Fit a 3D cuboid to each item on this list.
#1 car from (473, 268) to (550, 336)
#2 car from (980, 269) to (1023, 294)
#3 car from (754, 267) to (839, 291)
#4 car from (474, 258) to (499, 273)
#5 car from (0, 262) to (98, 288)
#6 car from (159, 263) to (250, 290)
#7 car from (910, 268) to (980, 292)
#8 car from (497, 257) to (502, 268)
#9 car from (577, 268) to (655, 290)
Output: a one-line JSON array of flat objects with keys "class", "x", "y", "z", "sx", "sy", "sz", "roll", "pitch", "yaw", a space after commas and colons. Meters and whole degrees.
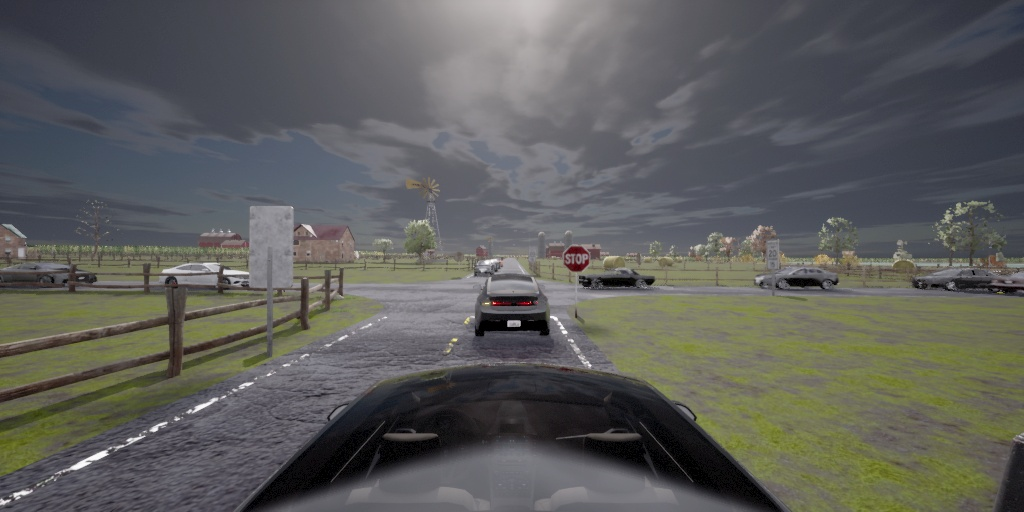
[{"class": "car", "x": -0.061, "y": 1.256, "z": 10.378, "sx": 1.837, "sy": 1.490, "sz": 4.892, "roll": 0, "pitch": 0, "yaw": -3}, {"class": "car", "x": 31.465, "y": 1.596, "z": 20.958, "sx": 5.357, "sy": 1.411, "sz": 2.033, "roll": 1, "pitch": -1, "yaw": -1}, {"class": "car", "x": 18.738, "y": 1.453, "z": 23.751, "sx": 4.902, "sy": 1.511, "sz": 2.128, "roll": 0, "pitch": -1, "yaw": -1}, {"class": "car", "x": -2.809, "y": 1.243, "z": 37.069, "sx": 2.128, "sy": 1.511, "sz": 4.902, "roll": 0, "pitch": 0, "yaw": 0}, {"class": "car", "x": -26.338, "y": 1.048, "z": 20.250, "sx": 4.181, "sy": 1.385, "sz": 1.994, "roll": 1, "pitch": -1, "yaw": -1}, {"class": "car", "x": -17.217, "y": 1.103, "z": 20.359, "sx": 4.674, "sy": 1.442, "sz": 1.812, "roll": 1, "pitch": -1, "yaw": -1}, {"class": "car", "x": 29.596, "y": 1.567, "z": 23.879, "sx": 4.892, "sy": 1.490, "sz": 1.837, "roll": 0, "pitch": -1, "yaw": -1}, {"class": "car", "x": -2.789, "y": 1.241, "z": 46.514, "sx": 2.128, "sy": 1.511, "sz": 4.902, "roll": 0, "pitch": 0, "yaw": 0}, {"class": "car", "x": 6.530, "y": 1.439, "z": 22.958, "sx": 4.718, "sy": 1.301, "sz": 1.895, "roll": 1, "pitch": -1, "yaw": -10}]
